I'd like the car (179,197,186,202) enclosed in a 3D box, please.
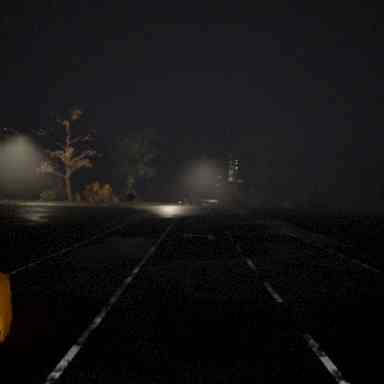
[{"bbox_3d":[-2.644,2.008,93.461,1.882,1.535,5.008,0,0,0],"label":"car"}]

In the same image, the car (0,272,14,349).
[{"bbox_3d":[-3.396,1.501,2.566,1.882,1.535,5.008,0,0,-1],"label":"car"}]
